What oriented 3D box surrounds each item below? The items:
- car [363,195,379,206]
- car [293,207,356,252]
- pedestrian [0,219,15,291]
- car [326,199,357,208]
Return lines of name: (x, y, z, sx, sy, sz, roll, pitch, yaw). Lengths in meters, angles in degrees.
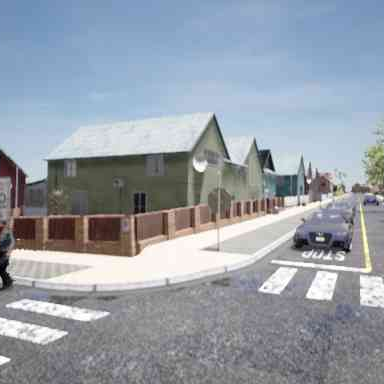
car: (28.093, 1.215, 52.204, 2.097, 1.767, 4.553, 0, 0, 27)
car: (5.578, 1.529, 13.880, 1.994, 1.385, 4.181, 0, 0, 27)
pedestrian: (-4.773, 1.544, 8.424, 0.375, 1.860, 0.375, 0, 1, 26)
car: (9.710, 1.436, 22.078, 2.128, 1.511, 4.902, 0, 0, 27)
